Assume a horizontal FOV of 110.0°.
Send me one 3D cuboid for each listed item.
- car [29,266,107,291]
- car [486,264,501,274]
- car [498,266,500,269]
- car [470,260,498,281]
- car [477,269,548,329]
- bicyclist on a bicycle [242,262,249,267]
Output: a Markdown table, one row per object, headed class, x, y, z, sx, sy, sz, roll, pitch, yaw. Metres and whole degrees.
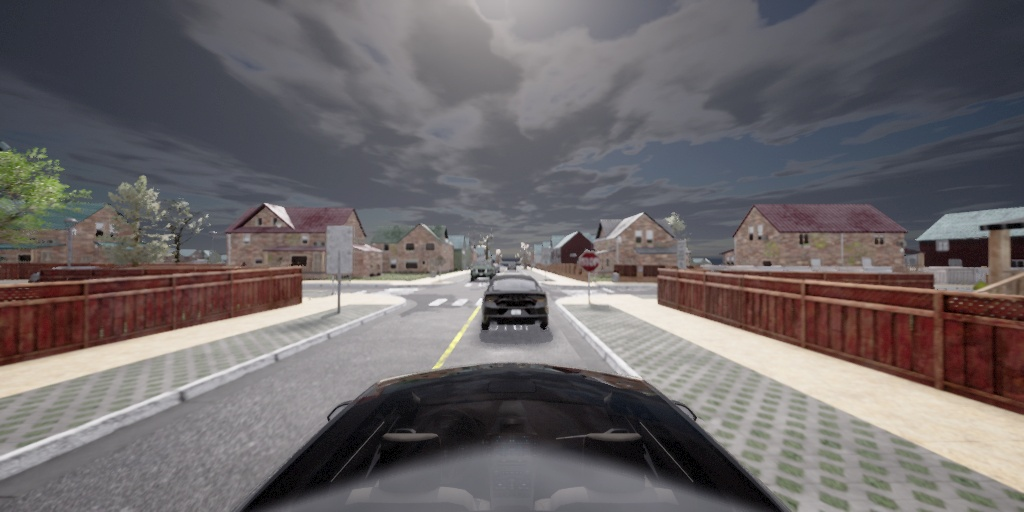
| class | x | y | z | sx | sy | sz | roll | pitch | yaw |
| --- | --- | --- | --- | --- | --- | --- | --- | --- | --- |
| car | -25.301 | 1.368 | 21.233 | 4.902 | 1.511 | 2.128 | 0 | 0 | 0 |
| car | -2.854 | 2.011 | 56.403 | 2.128 | 1.511 | 4.902 | 0 | -1 | 0 |
| car | -2.853 | 1.853 | 46.005 | 1.837 | 1.490 | 4.892 | 0 | -1 | 0 |
| car | -2.862 | 1.413 | 35.937 | 2.150 | 2.045 | 5.566 | 0 | -1 | 0 |
| car | 0.004 | 1.345 | 11.795 | 1.882 | 1.535 | 5.008 | 0 | -1 | -2 |
| bicyclist on a bicycle | -20.161 | 1.247 | 27.107 | 0.582 | 1.620 | 1.656 | 0 | 0 | 0 |
